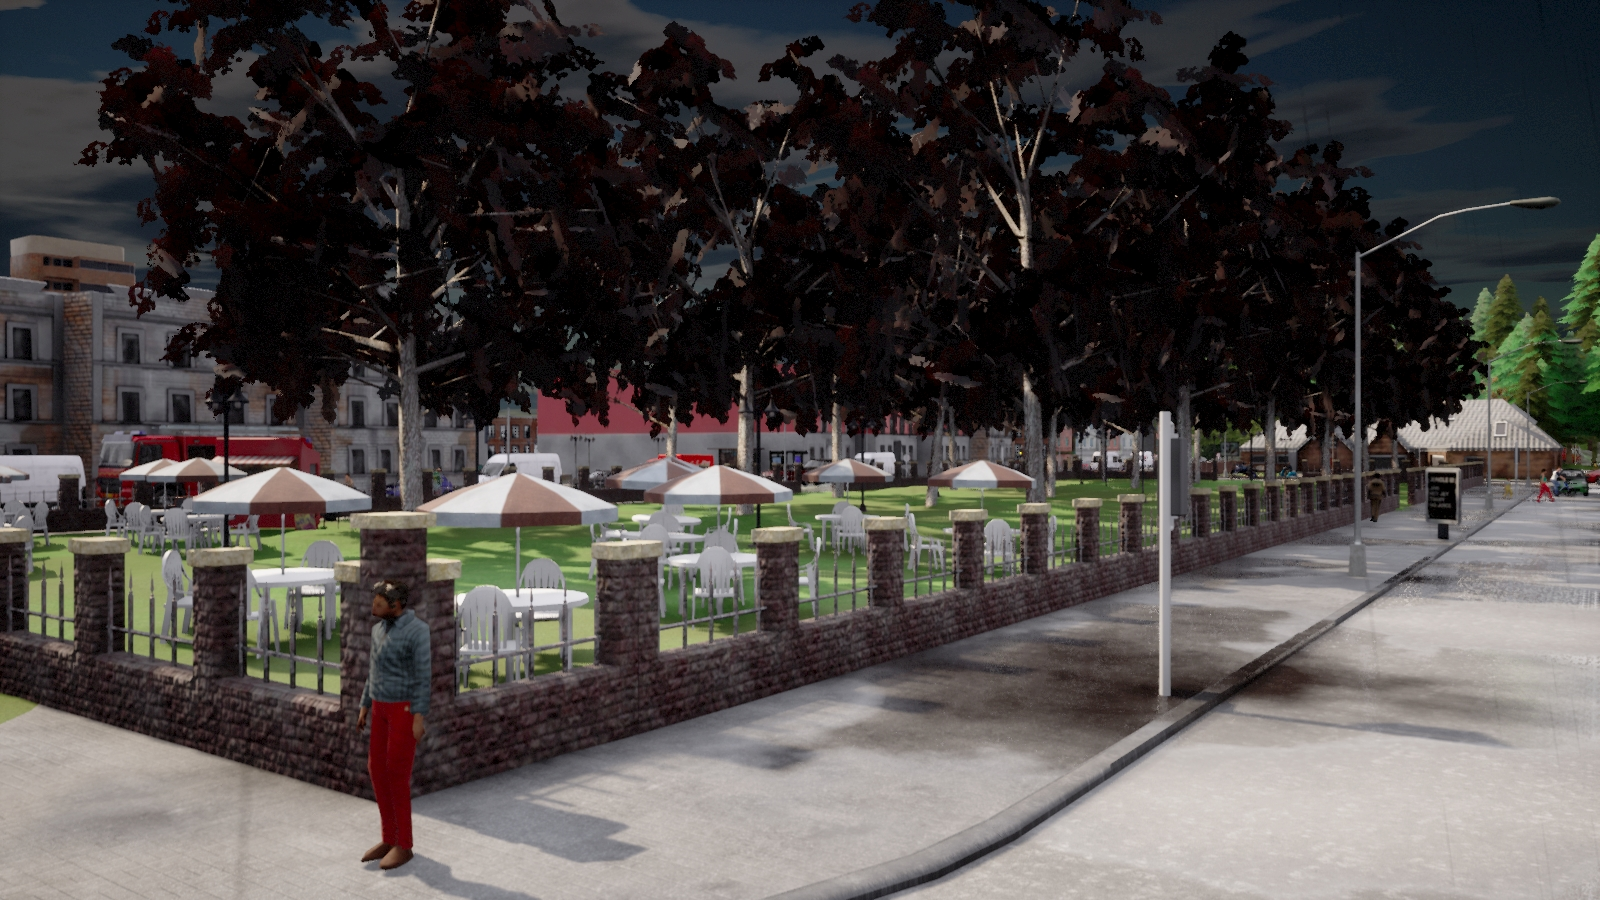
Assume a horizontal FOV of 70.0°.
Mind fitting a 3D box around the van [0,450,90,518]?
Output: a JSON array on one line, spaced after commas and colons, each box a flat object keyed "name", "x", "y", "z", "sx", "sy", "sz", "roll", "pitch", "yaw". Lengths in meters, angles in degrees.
[{"name": "van", "x": -31.020, "y": 1.280, "z": 44.007, "sx": 1.988, "sy": 2.561, "sz": 5.915, "roll": 0, "pitch": 0, "yaw": 35}]

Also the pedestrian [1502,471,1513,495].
[{"name": "pedestrian", "x": 38.850, "y": 1.801, "z": 62.758, "sx": 0.375, "sy": 1.300, "sz": 0.375, "roll": 0, "pitch": 0, "yaw": -12}]

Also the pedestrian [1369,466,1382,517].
[{"name": "pedestrian", "x": 21.222, "y": 1.519, "z": 42.126, "sx": 0.375, "sy": 1.860, "sz": 0.375, "roll": 0, "pitch": 0, "yaw": 35}]

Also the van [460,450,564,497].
[{"name": "van", "x": -16.329, "y": 1.280, "z": 65.083, "sx": 1.988, "sy": 2.561, "sz": 5.915, "roll": 0, "pitch": 0, "yaw": 35}]

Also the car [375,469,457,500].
[{"name": "car", "x": -20.045, "y": 1.783, "z": 59.739, "sx": 1.845, "sy": 1.501, "sz": 3.633, "roll": 0, "pitch": 0, "yaw": 35}]

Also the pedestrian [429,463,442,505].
[{"name": "pedestrian", "x": -16.275, "y": 1.494, "z": 51.040, "sx": 0.375, "sy": 1.860, "sz": 0.375, "roll": 0, "pitch": 0, "yaw": 34}]

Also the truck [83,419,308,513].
[{"name": "truck", "x": -26.597, "y": 0.635, "z": 50.777, "sx": 2.891, "sy": 3.827, "sz": 8.468, "roll": 0, "pitch": 0, "yaw": 35}]

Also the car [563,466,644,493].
[{"name": "car", "x": -12.165, "y": 1.779, "z": 71.050, "sx": 2.097, "sy": 1.535, "sz": 5.006, "roll": 0, "pitch": 0, "yaw": 35}]

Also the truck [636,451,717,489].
[{"name": "truck", "x": -8.233, "y": 1.313, "z": 76.670, "sx": 2.627, "sy": 2.467, "sz": 5.204, "roll": 0, "pitch": 0, "yaw": 35}]

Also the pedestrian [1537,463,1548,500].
[{"name": "pedestrian", "x": 38.288, "y": 1.626, "z": 58.900, "sx": 0.375, "sy": 1.860, "sz": 0.375, "roll": 0, "pitch": 0, "yaw": 18}]

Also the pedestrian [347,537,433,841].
[{"name": "pedestrian", "x": -2.655, "y": 1.512, "z": 7.405, "sx": 0.375, "sy": 1.860, "sz": 0.375, "roll": 0, "pitch": 0, "yaw": 36}]
